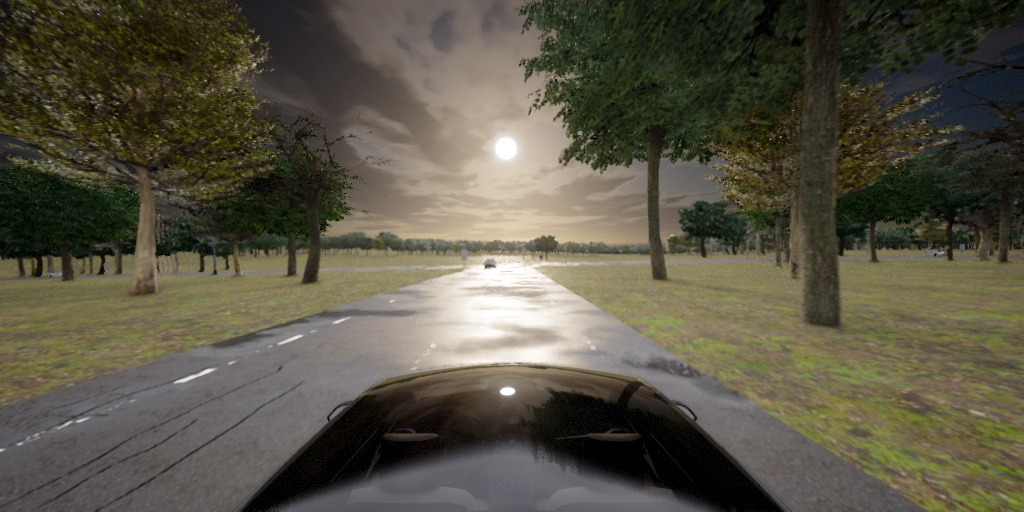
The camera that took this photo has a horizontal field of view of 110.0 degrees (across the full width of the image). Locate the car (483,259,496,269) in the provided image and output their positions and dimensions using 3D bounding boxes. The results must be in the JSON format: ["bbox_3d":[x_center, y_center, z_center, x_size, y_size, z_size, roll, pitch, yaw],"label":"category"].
[{"bbox_3d":[-3.537,1.280,58.267,1.837,1.490,4.892,0,0,1],"label":"car"}]
